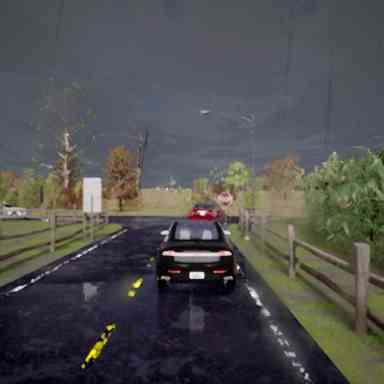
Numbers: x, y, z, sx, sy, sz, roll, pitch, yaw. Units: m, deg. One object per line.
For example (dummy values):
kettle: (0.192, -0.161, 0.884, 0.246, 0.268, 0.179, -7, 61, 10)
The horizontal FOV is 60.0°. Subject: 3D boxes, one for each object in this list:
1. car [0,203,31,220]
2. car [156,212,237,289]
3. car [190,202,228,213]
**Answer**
car: (-17.014, 1.710, 29.921, 4.674, 1.442, 1.812, 0, 0, 1)
car: (0.113, 1.540, 9.315, 2.128, 1.511, 4.902, 0, 0, 0)
car: (1.280, 1.479, 24.034, 2.097, 1.767, 4.553, 0, 0, 16)
